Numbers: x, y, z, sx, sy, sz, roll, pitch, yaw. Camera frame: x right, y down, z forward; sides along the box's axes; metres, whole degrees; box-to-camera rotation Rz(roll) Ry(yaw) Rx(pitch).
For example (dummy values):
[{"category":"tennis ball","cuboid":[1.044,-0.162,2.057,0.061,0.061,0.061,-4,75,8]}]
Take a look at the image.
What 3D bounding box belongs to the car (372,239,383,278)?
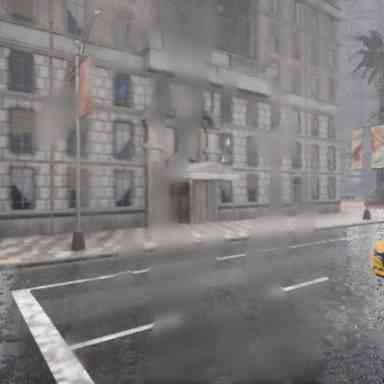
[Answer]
[{"category":"car","cuboid":[6.686,1.409,8.744,5.008,1.535,1.882,0,0,-35]}]
